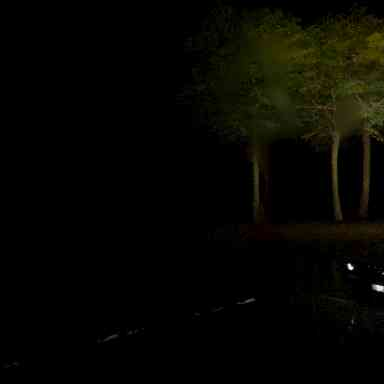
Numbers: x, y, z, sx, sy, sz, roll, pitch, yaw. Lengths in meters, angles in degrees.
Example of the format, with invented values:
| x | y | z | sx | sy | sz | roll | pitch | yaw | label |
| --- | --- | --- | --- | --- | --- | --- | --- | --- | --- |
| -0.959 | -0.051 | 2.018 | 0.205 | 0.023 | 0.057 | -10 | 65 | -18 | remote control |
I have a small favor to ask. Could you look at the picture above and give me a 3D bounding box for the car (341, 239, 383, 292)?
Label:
| x | y | z | sx | sy | sz | roll | pitch | yaw | label |
| --- | --- | --- | --- | --- | --- | --- | --- | --- | --- |
| 5.954 | 1.566 | 8.279 | 5.357 | 1.411 | 2.033 | 0 | 0 | -36 | car |
